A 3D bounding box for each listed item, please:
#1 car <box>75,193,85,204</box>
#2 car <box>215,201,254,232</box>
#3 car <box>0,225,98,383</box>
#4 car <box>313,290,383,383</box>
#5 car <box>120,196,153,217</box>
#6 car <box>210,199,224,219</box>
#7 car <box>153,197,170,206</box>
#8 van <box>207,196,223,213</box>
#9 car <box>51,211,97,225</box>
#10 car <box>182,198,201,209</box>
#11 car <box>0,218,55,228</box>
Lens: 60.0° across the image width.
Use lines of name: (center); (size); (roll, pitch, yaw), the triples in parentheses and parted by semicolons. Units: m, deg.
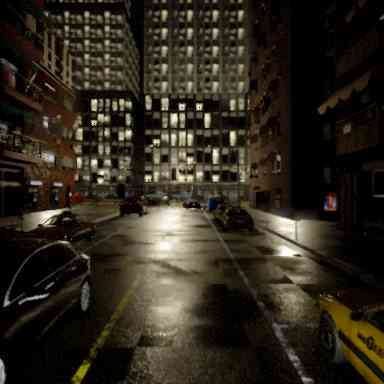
car: (-20.866, 1.072, 56.614); (5.009, 1.841, 2.192); (1, -1, 0)
car: (2.572, 1.511, 19.883); (1.752, 1.417, 4.829); (0, 0, 0)
car: (-2.836, 1.502, 4.677); (1.837, 1.490, 4.892); (0, 0, 0)
car: (2.570, 1.523, 2.963); (1.752, 1.417, 4.829); (0, 0, 0)
car: (-5.306, 1.295, 30.996); (2.192, 1.841, 5.009); (0, 0, 0)
car: (2.573, 1.508, 25.524); (1.752, 1.417, 4.829); (0, 0, 0)
car: (-5.578, 1.484, 52.257); (4.181, 1.385, 1.994); (1, 0, 28)
van: (2.574, 1.319, 36.634); (1.690, 1.788, 3.998); (0, 0, 0)
car: (-5.309, 1.514, 13.904); (1.752, 1.417, 4.829); (0, 0, 0)
car: (-0.070, 1.533, 43.647); (1.994, 1.385, 4.181); (0, 0, -9)
car: (-5.310, 1.575, 8.433); (1.802, 1.307, 4.206); (0, 0, 0)
